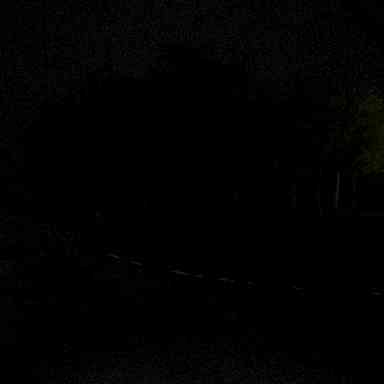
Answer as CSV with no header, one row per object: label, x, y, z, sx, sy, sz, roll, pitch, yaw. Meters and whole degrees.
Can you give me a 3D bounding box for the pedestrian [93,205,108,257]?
pedestrian,-3.300,1.354,11.760,0.375,1.860,0.375,-2,3,-38
